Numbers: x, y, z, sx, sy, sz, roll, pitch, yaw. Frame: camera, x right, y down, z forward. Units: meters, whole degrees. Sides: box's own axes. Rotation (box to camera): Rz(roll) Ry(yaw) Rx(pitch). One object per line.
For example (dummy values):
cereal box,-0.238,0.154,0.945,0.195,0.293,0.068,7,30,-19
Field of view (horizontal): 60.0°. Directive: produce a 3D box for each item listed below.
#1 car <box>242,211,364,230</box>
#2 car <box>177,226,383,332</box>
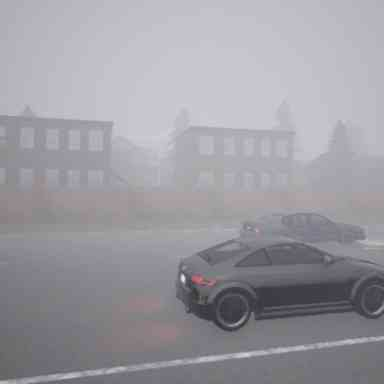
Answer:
car,4.772,1.557,14.499,5.357,1.411,2.033,0,0,-14
car,1.799,1.565,6.558,4.181,1.385,1.994,0,0,-14
